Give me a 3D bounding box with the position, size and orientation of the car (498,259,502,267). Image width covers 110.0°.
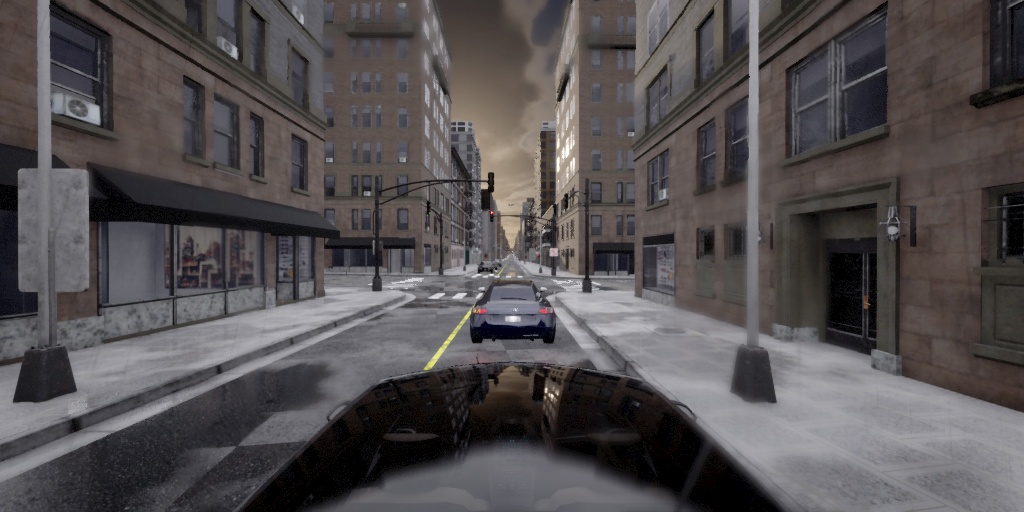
[{"bbox_3d":[-3.053,1.372,53.505,2.033,1.411,5.357,0,0,0],"label":"car"}]

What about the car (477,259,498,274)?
[{"bbox_3d":[-3.063,1.309,43.112,1.837,1.490,4.892,0,0,0],"label":"car"}]

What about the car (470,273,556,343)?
[{"bbox_3d":[0.017,1.315,9.668,1.994,1.385,4.181,0,0,0],"label":"car"}]
